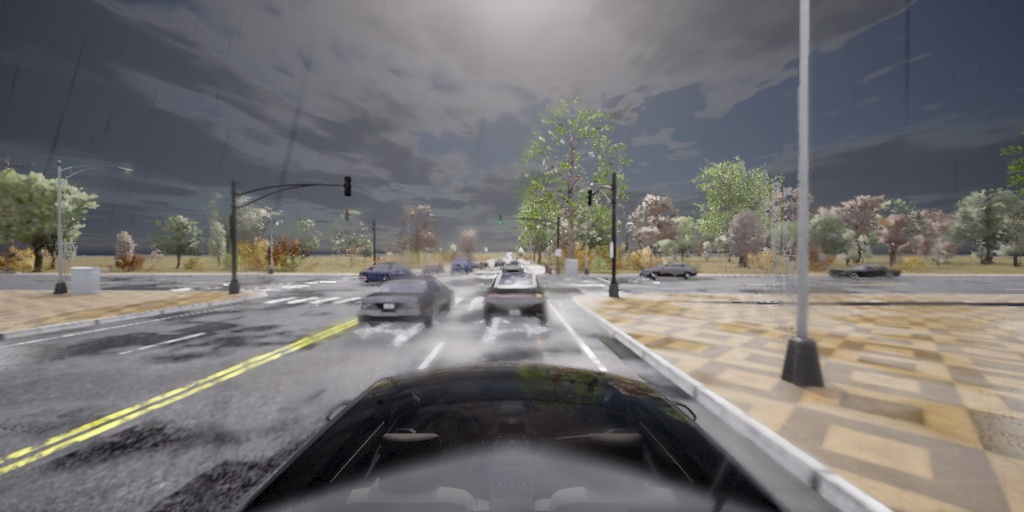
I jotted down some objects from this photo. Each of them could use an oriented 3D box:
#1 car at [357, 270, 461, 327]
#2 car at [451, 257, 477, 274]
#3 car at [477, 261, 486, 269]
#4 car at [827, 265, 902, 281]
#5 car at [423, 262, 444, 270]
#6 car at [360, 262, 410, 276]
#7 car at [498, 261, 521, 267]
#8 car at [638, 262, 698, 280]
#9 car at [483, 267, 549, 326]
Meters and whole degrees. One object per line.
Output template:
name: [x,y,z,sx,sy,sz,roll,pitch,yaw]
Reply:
car: [-3.152,1.351,11.718,2.033,1.411,5.357,0,0,0]
car: [-6.460,1.204,47.131,2.150,2.045,5.566,0,0,3]
car: [-6.156,1.616,62.981,1.994,1.385,4.181,0,0,1]
car: [30.333,1.396,30.958,4.718,1.301,1.895,0,1,3]
car: [-9.780,1.497,45.091,1.812,1.442,4.674,0,0,1]
car: [-9.853,1.257,27.873,4.553,1.767,2.097,0,1,38]
car: [0.016,1.387,29.760,1.837,1.490,4.892,0,0,0]
car: [13.756,1.310,31.738,4.902,1.511,2.128,0,1,3]
car: [0.200,1.296,11.892,2.128,1.511,4.902,0,0,3]
